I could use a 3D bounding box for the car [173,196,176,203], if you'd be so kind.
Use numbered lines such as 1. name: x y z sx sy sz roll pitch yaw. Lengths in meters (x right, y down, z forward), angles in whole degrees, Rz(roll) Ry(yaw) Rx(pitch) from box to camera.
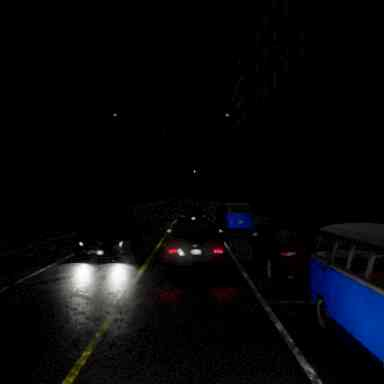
1. car: -5.658 2.300 81.327 1.887 1.381 4.507 0 -1 0

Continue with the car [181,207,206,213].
1. car: 0.104 1.804 24.701 1.994 1.385 4.181 0 -1 0

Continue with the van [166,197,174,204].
1. van: -5.658 2.150 86.780 1.690 1.788 3.998 0 -1 0

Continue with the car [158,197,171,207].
1. car: -5.660 2.125 64.806 1.752 1.417 4.829 0 -1 0

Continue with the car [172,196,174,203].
1. car: -5.659 2.248 75.877 1.887 1.381 4.507 0 -1 0

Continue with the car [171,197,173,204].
1. car: -5.660 2.202 70.426 2.008 1.369 4.403 0 -1 0

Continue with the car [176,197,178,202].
1. car: -5.657 2.413 92.228 2.008 1.369 4.403 0 -1 0

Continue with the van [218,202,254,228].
1. van: 2.859 1.550 21.329 1.690 1.788 3.998 0 -1 0

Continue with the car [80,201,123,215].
1. car: -5.666 1.523 21.291 2.192 1.841 5.009 0 -1 0

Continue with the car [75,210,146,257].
1. car: -3.095 1.685 13.852 2.033 1.411 5.357 0 -1 0

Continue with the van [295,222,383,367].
1. van: 2.856 1.386 4.349 1.690 1.788 3.998 0 -1 0

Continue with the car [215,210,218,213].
1. car: 2.860 1.827 26.987 1.947 1.339 4.313 0 -1 0

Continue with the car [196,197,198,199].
1. car: 2.868 2.414 92.258 2.008 1.369 4.403 0 -1 0

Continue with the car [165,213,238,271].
1. car: 0.104 1.660 11.301 2.033 1.411 5.357 0 -1 0

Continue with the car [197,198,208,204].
1. car: 2.866 2.196 81.363 1.967 1.590 4.097 0 -1 0

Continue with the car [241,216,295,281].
1. car: 2.857 1.645 10.007 1.887 1.381 4.507 0 -1 0
